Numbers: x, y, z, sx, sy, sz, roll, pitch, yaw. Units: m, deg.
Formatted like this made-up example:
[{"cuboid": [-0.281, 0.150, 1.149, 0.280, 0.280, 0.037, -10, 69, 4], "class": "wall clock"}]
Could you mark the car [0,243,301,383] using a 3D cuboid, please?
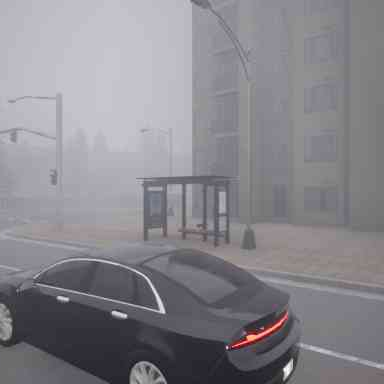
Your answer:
[{"cuboid": [-1.020, 1.505, 4.710, 4.892, 1.490, 1.837, 0, 0, 35], "class": "car"}]

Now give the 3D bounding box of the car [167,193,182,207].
[{"cuboid": [-3.481, 1.165, 46.825, 5.566, 2.045, 2.150, 0, 0, -45], "class": "car"}]
